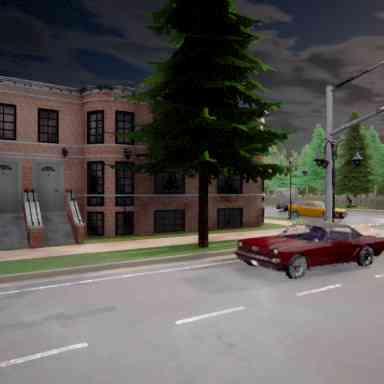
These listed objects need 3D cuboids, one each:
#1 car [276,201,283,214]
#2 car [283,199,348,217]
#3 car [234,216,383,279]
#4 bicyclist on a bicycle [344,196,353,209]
[{"bbox_3d":[10.668,1.490,33.419,2.128,1.511,4.902,0,0,-31],"label":"car"},{"bbox_3d":[10.227,1.478,27.306,1.882,1.535,5.008,0,0,-31],"label":"car"},{"bbox_3d":[3.623,1.601,10.058,4.718,1.301,1.895,0,0,-29],"label":"car"},{"bbox_3d":[19.144,1.301,40.639,1.656,1.620,0.582,0,0,-31],"label":"bicyclist on a bicycle"}]
